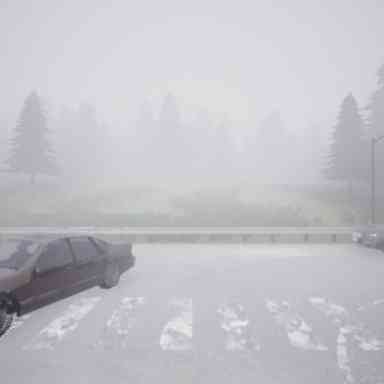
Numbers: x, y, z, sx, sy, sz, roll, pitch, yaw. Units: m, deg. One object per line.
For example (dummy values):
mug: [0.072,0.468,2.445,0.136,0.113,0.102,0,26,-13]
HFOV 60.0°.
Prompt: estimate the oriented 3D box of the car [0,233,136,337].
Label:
car: [-3.246,1.633,7.141,2.033,1.411,5.357,0,-1,21]

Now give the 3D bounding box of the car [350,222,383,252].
car: [9.031,1.651,13.456,4.902,1.511,2.128,0,-1,0]
